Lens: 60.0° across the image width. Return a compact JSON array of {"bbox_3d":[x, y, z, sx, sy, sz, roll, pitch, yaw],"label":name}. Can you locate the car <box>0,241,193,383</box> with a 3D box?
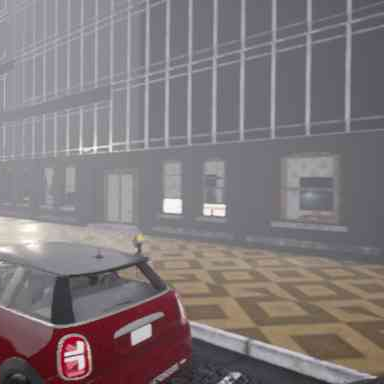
[{"bbox_3d":[-2.067,1.379,4.372,4.097,1.590,1.967,1,1,36],"label":"car"}]

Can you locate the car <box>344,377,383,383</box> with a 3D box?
[{"bbox_3d":[2.551,1.575,1.047,4.403,1.369,2.008,1,1,36],"label":"car"}]
